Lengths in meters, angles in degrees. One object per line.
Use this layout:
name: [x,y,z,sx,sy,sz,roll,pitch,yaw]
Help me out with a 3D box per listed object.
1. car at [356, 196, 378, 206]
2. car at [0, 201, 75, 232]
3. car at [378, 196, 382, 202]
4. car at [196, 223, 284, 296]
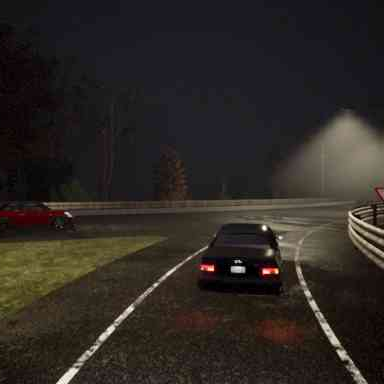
car: [28.373,1.487,54.383,1.837,1.490,4.892,1,0,42]
car: [-9.419,1.345,19.855,4.553,1.767,2.097,0,0,-21]
car: [44.174,1.470,77.204,1.882,1.535,5.008,0,0,27]
car: [1.430,1.547,8.879,2.033,1.411,5.357,0,0,12]
